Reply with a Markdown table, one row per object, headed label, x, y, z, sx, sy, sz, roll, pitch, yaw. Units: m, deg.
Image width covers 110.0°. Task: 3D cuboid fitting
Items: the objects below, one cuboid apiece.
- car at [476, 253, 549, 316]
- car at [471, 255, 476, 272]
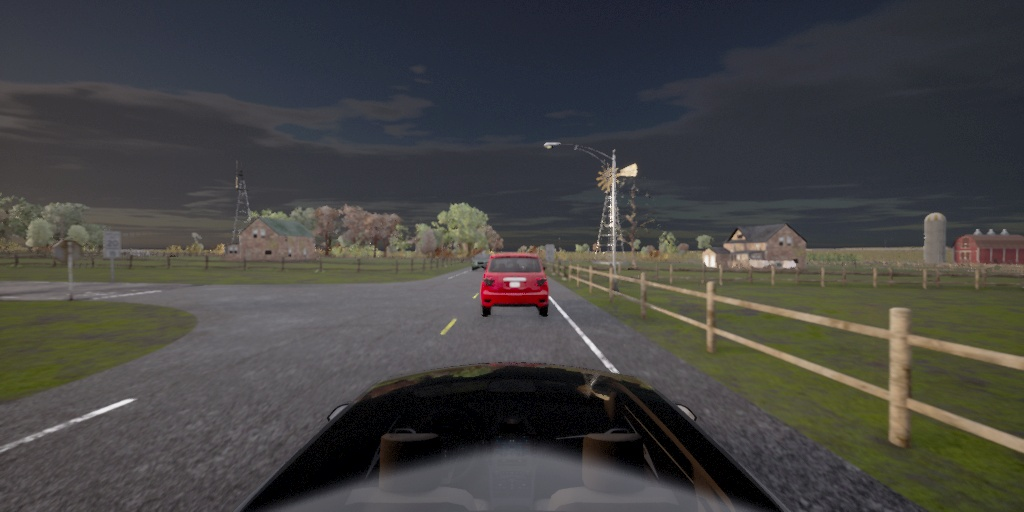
| label | x | y | z | sx | sy | sz | roll | pitch | yaw |
| --- | --- | --- | --- | --- | --- | --- | --- | --- | --- |
| car | 0.092 | 0.919 | 13.223 | 2.150 | 2.045 | 5.566 | 0 | 0 | 0 |
| car | -3.596 | 0.778 | 43.274 | 2.150 | 2.045 | 5.566 | 0 | 0 | 0 |
